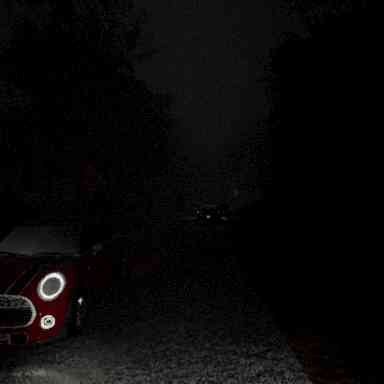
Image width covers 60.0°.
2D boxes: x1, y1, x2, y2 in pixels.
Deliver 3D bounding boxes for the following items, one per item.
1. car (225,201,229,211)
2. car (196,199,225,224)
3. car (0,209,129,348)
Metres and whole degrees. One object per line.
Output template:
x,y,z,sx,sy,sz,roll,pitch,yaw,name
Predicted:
3.606,1.665,42.150,1.994,1.385,4.181,0,-1,9,car
1.304,1.476,24.425,1.812,1.442,4.674,0,0,5,car
-2.703,1.307,6.578,2.097,1.767,4.553,0,0,2,car
